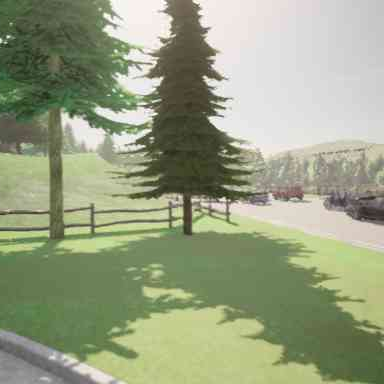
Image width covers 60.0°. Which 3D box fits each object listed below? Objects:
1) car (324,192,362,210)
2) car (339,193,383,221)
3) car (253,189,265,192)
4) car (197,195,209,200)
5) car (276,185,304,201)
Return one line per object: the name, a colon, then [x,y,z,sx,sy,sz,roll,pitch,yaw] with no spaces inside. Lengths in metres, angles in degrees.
car: [12.599,0.742,26.776,2.128,1.511,4.902,-1,1,-11]
car: [10.722,1.009,18.021,2.033,1.411,5.357,-1,1,-11]
car: [8.857,0.378,46.220,1.882,1.535,5.008,-1,1,-11]
car: [1.986,0.504,44.896,1.882,1.535,5.008,-1,1,-11]
car: [12.765,0.103,44.409,2.150,2.045,5.566,-1,1,-11]
